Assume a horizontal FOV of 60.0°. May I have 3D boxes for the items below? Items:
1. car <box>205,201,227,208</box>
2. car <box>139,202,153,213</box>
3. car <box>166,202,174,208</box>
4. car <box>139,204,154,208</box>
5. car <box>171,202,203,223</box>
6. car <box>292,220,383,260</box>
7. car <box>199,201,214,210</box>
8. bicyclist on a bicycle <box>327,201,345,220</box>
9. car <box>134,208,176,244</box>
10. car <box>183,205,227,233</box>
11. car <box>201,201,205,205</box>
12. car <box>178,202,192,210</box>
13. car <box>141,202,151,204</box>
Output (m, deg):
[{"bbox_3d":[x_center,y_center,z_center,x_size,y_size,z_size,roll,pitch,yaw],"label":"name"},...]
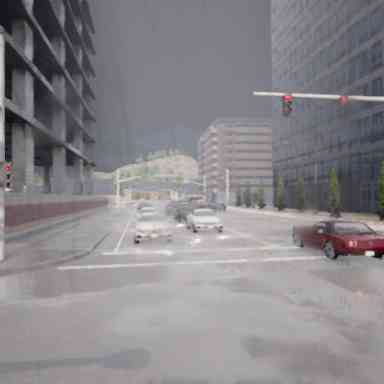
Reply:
[{"bbox_3d":[3.867,2.195,49.870,2.128,1.511,4.902,0,-1,-9],"label":"car"},{"bbox_3d":[-6.923,2.299,50.055,1.882,1.535,5.008,0,-1,-8],"label":"car"},{"bbox_3d":[-2.058,1.988,40.981,2.097,1.767,4.553,0,-1,-9],"label":"car"},{"bbox_3d":[-3.471,1.967,26.868,1.812,1.442,4.674,0,-1,-9],"label":"car"},{"bbox_3d":[-0.558,1.977,31.014,1.837,1.490,4.892,0,-1,-9],"label":"car"},{"bbox_3d":[5.598,1.740,13.013,1.895,1.301,4.718,-1,-1,-4],"label":"car"},{"bbox_3d":[2.466,2.380,59.025,1.812,1.442,4.674,0,-1,-8],"label":"car"},{"bbox_3d":[12.038,1.591,27.843,1.656,1.620,0.582,-1,-1,-9],"label":"bicyclist on a bicycle"},{"bbox_3d":[-2.108,1.819,17.865,1.812,1.442,4.674,0,-1,-9],"label":"car"},{"bbox_3d":[0.780,1.853,22.194,1.812,1.442,4.674,0,-1,-9],"label":"car"},{"bbox_3d":[0.112,2.308,50.954,2.033,1.411,5.357,0,-1,-8],"label":"car"},{"bbox_3d":[-1.373,2.517,60.435,1.895,1.301,4.718,0,-1,-9],"label":"car"},{"bbox_3d":[-4.988,2.098,36.922,2.128,1.511,4.902,0,-1,-9],"label":"car"}]
